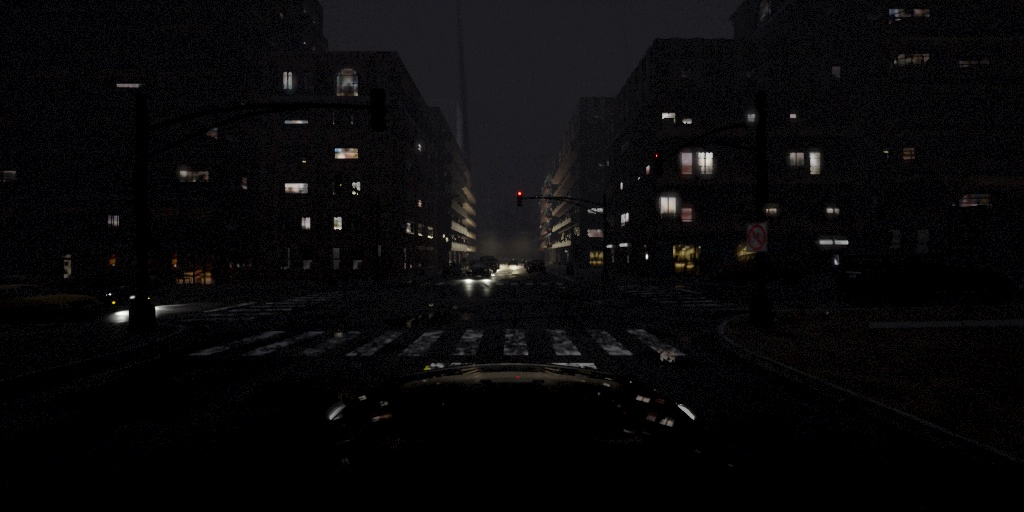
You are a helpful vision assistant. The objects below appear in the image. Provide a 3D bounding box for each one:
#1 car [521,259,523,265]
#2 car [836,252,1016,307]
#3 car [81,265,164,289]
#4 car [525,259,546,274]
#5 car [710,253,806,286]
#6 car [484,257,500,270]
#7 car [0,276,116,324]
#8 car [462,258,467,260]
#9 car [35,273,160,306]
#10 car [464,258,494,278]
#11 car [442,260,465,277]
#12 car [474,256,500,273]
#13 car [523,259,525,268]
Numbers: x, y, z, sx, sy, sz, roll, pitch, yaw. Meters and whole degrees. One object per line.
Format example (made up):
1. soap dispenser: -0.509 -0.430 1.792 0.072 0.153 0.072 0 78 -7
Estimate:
1. car: 2.831 1.349 57.802 1.802 1.307 4.207 0 0 0
2. car: 14.738 0.775 12.997 5.009 1.841 2.192 0 0 0
3. car: -23.550 1.462 21.106 5.009 1.841 2.192 0 0 0
4. car: 2.788 1.198 40.754 1.967 1.591 4.097 0 0 0
5. car: 14.625 0.759 21.376 5.009 1.841 2.192 0 0 0
6. car: -2.953 1.117 54.389 2.097 1.767 4.553 0 0 0
7. car: -17.602 1.585 12.795 4.829 1.417 1.751 0 0 0
8. car: -5.593 1.284 40.604 1.751 1.417 4.829 0 0 0
9. car: -18.288 1.628 15.380 4.181 1.385 1.994 -1 0 0
10. car: -3.020 1.234 34.074 1.882 1.535 5.008 0 0 0
11. car: -5.606 1.322 35.091 1.948 1.339 4.313 0 0 0
12. car: -2.993 0.981 44.056 2.150 2.045 5.566 0 0 0
13. car: 2.802 1.200 46.437 1.967 1.591 4.097 0 0 0
